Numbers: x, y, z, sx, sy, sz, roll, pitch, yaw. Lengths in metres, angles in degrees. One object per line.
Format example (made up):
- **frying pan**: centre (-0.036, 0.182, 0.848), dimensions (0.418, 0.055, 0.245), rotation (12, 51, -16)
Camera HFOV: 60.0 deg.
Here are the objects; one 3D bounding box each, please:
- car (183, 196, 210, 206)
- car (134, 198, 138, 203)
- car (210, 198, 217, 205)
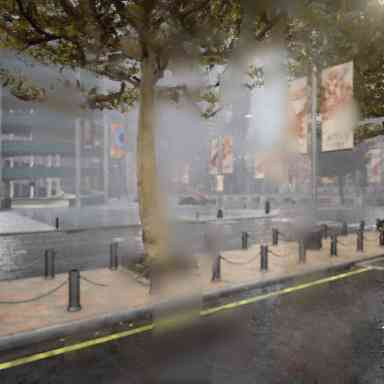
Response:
- **car**: centre (0.373, 1.522, 57.141), dimensions (1.837, 1.490, 4.892), rotation (0, 0, -36)
- **car**: centre (-9.979, 1.568, 68.903), dimensions (4.181, 1.385, 1.994), rotation (0, 0, 37)
- **car**: centre (2.425, 1.497, 60.342), dimensions (1.882, 1.535, 5.008), rotation (0, 0, -35)
